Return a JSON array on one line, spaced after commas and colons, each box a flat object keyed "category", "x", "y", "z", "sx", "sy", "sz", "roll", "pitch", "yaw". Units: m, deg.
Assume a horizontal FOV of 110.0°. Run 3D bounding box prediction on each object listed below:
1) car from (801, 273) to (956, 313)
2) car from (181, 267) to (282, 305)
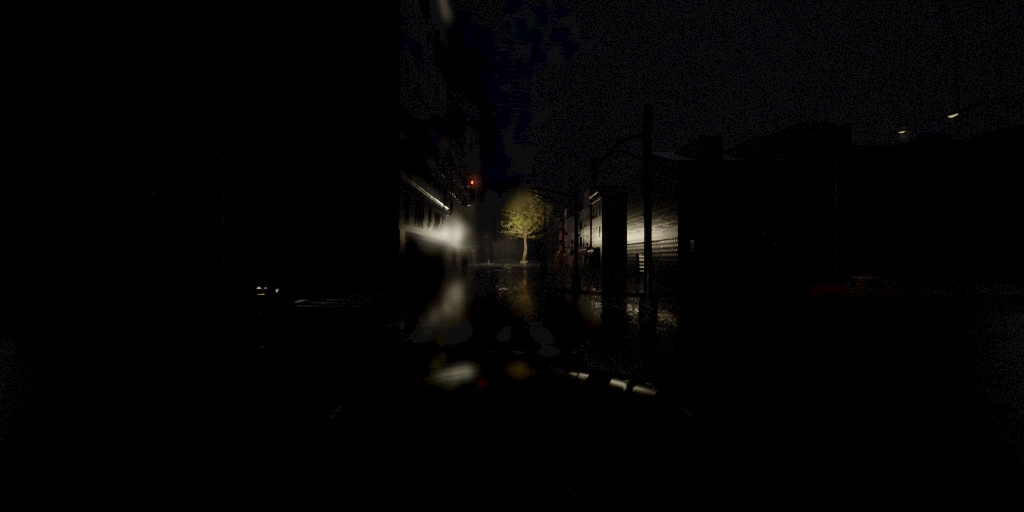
[{"category": "car", "x": 13.901, "y": 1.346, "z": 13.713, "sx": 4.829, "sy": 1.417, "sz": 1.751, "roll": 0, "pitch": 0, "yaw": 0}, {"category": "car", "x": -11.972, "y": 1.188, "z": 14.594, "sx": 4.892, "sy": 1.490, "sz": 1.837, "roll": 0, "pitch": 0, "yaw": 0}]
